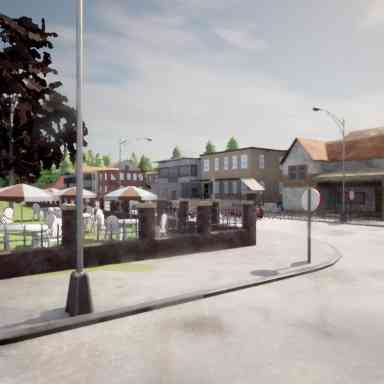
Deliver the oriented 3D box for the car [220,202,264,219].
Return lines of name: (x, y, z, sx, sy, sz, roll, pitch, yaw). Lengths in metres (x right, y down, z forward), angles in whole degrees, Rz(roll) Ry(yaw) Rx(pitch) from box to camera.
car: (4.191, 1.564, 28.839, 1.994, 1.385, 4.181, 0, 0, -35)

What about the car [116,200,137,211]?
car: (-7.237, 1.526, 37.758, 1.812, 1.442, 4.674, 0, 0, -35)

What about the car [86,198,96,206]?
car: (-16.157, 1.482, 50.422, 1.882, 1.535, 5.008, 0, 0, -35)

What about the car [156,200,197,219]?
car: (-1.447, 1.505, 29.621, 1.837, 1.490, 4.892, 0, 0, -35)
